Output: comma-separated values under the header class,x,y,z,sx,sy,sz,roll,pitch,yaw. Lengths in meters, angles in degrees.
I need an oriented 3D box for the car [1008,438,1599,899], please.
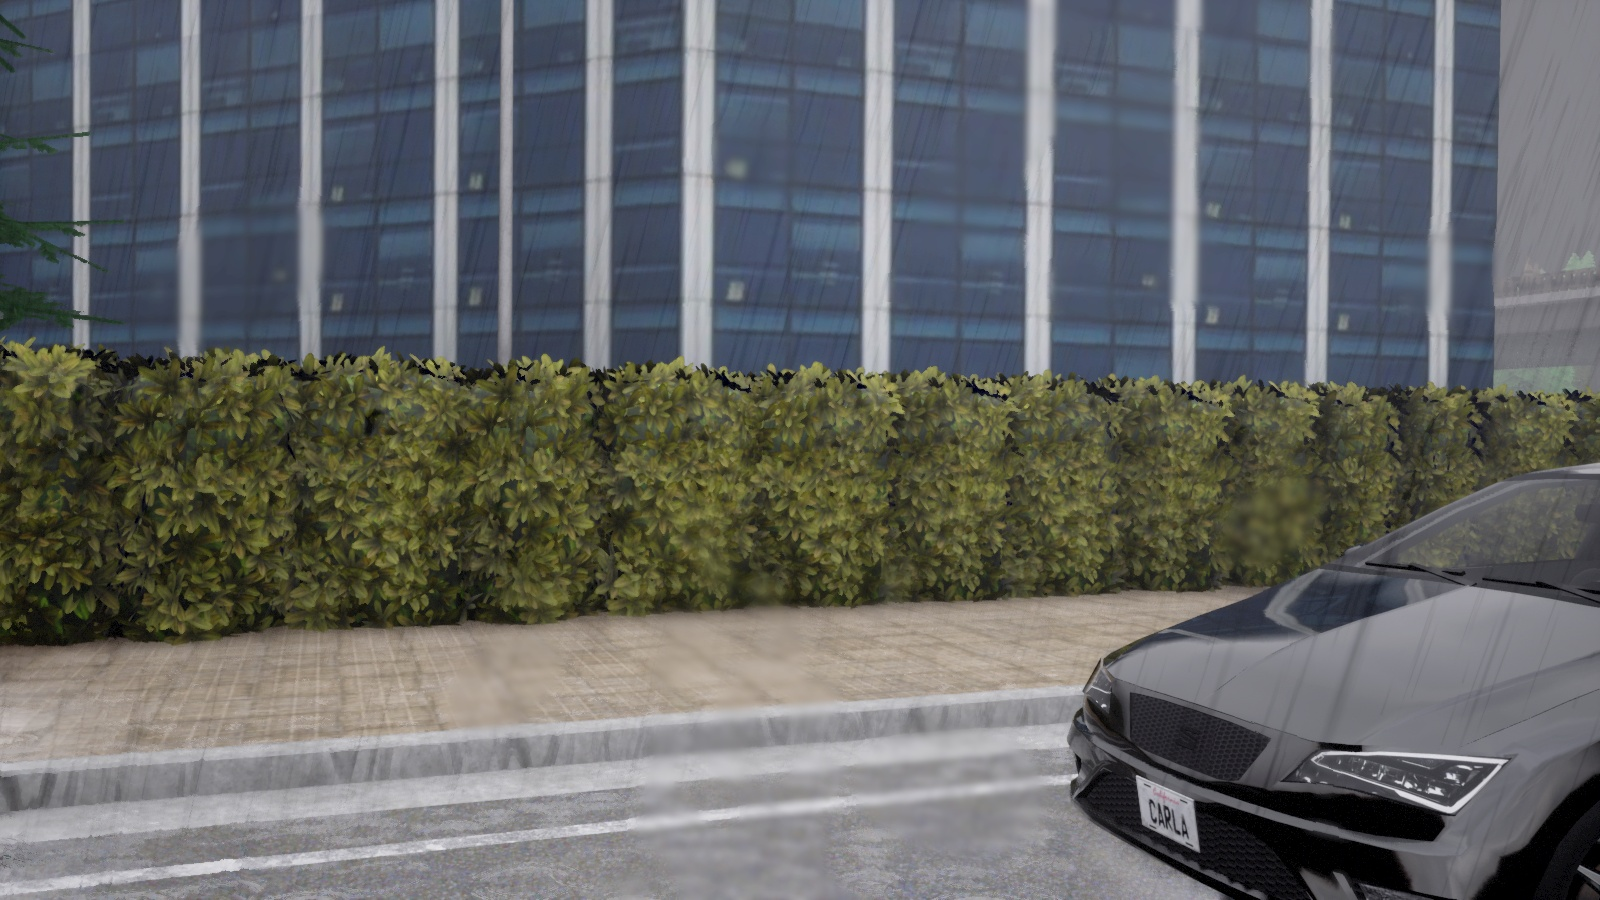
class,x,y,z,sx,sy,sz,roll,pitch,yaw
car,3.034,0.707,4.392,4.193,1.474,1.816,-1,1,-21
